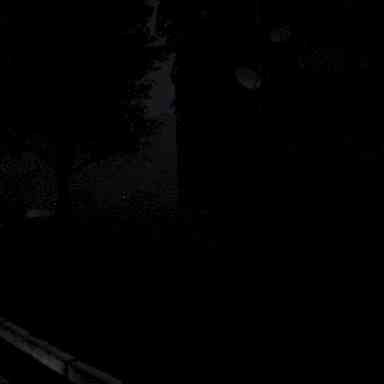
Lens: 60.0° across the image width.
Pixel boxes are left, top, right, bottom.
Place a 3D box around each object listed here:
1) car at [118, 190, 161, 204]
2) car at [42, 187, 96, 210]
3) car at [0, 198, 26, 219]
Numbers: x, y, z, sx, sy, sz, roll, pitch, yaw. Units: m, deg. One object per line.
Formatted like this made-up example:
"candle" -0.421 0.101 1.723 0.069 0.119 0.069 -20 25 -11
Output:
"car" -5.773 0.476 37.187 2.033 1.411 5.357 -3 1 35
"car" -12.383 0.615 33.926 2.150 2.045 5.566 -3 1 32
"car" -12.802 1.148 21.692 1.882 1.535 5.008 -3 1 1
